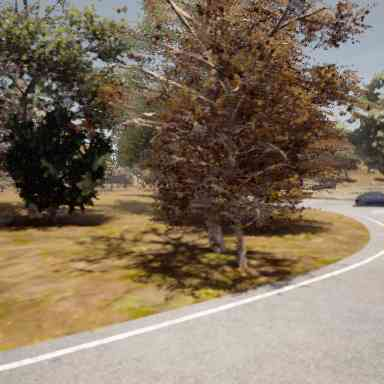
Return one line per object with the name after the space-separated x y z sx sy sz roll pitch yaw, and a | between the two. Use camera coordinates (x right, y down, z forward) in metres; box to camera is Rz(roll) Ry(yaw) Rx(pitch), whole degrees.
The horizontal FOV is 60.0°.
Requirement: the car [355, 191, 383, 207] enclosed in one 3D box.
17.119 0.624 30.155 1.994 1.385 4.181 -5 3 -43 | car

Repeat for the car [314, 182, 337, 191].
24.530 -1.022 61.657 4.902 1.511 2.128 -4 2 -24 | car

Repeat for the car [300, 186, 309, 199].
14.011 0.053 44.610 2.097 1.767 4.553 -3 2 2 | car

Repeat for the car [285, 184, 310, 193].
19.947 -0.693 62.698 4.718 1.301 1.895 -5 3 -33 | car
